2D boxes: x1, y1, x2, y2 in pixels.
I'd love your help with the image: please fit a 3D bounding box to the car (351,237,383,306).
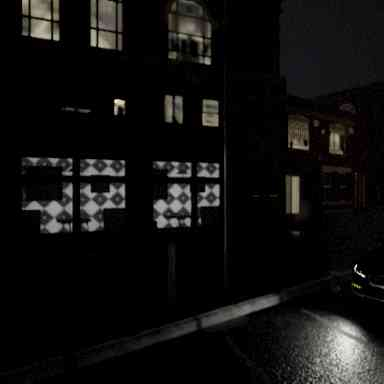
[{"bbox_3d":[5.179,1.340,6.834,4.892,1.490,1.837,-1,1,-36],"label":"car"}]
